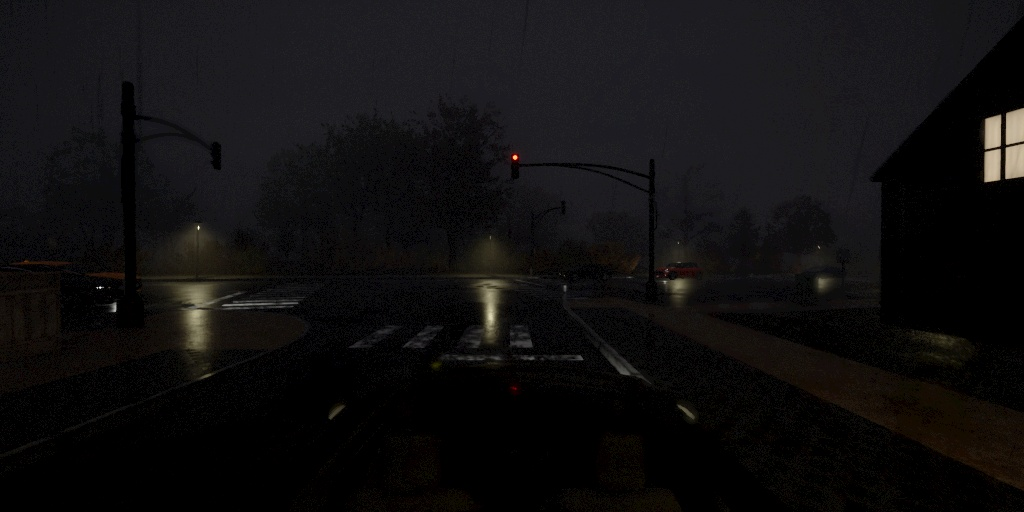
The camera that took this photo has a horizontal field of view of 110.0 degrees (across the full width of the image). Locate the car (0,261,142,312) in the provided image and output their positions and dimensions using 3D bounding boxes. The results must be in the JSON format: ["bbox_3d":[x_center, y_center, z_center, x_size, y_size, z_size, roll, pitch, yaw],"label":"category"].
[{"bbox_3d":[-15.956,1.019,11.850,4.902,1.511,2.128,1,0,-22],"label":"car"}]

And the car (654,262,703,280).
[{"bbox_3d":[15.604,1.341,33.784,4.553,1.767,2.097,1,0,-17],"label":"car"}]

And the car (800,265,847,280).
[{"bbox_3d":[34.055,1.749,39.249,5.008,1.535,1.882,1,0,-15],"label":"car"}]

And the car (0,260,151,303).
[{"bbox_3d":[-18.328,0.957,14.409,5.008,1.535,1.882,1,0,-21],"label":"car"}]

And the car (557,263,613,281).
[{"bbox_3d":[6.286,1.351,30.711,4.892,1.490,1.837,1,0,-18],"label":"car"}]
